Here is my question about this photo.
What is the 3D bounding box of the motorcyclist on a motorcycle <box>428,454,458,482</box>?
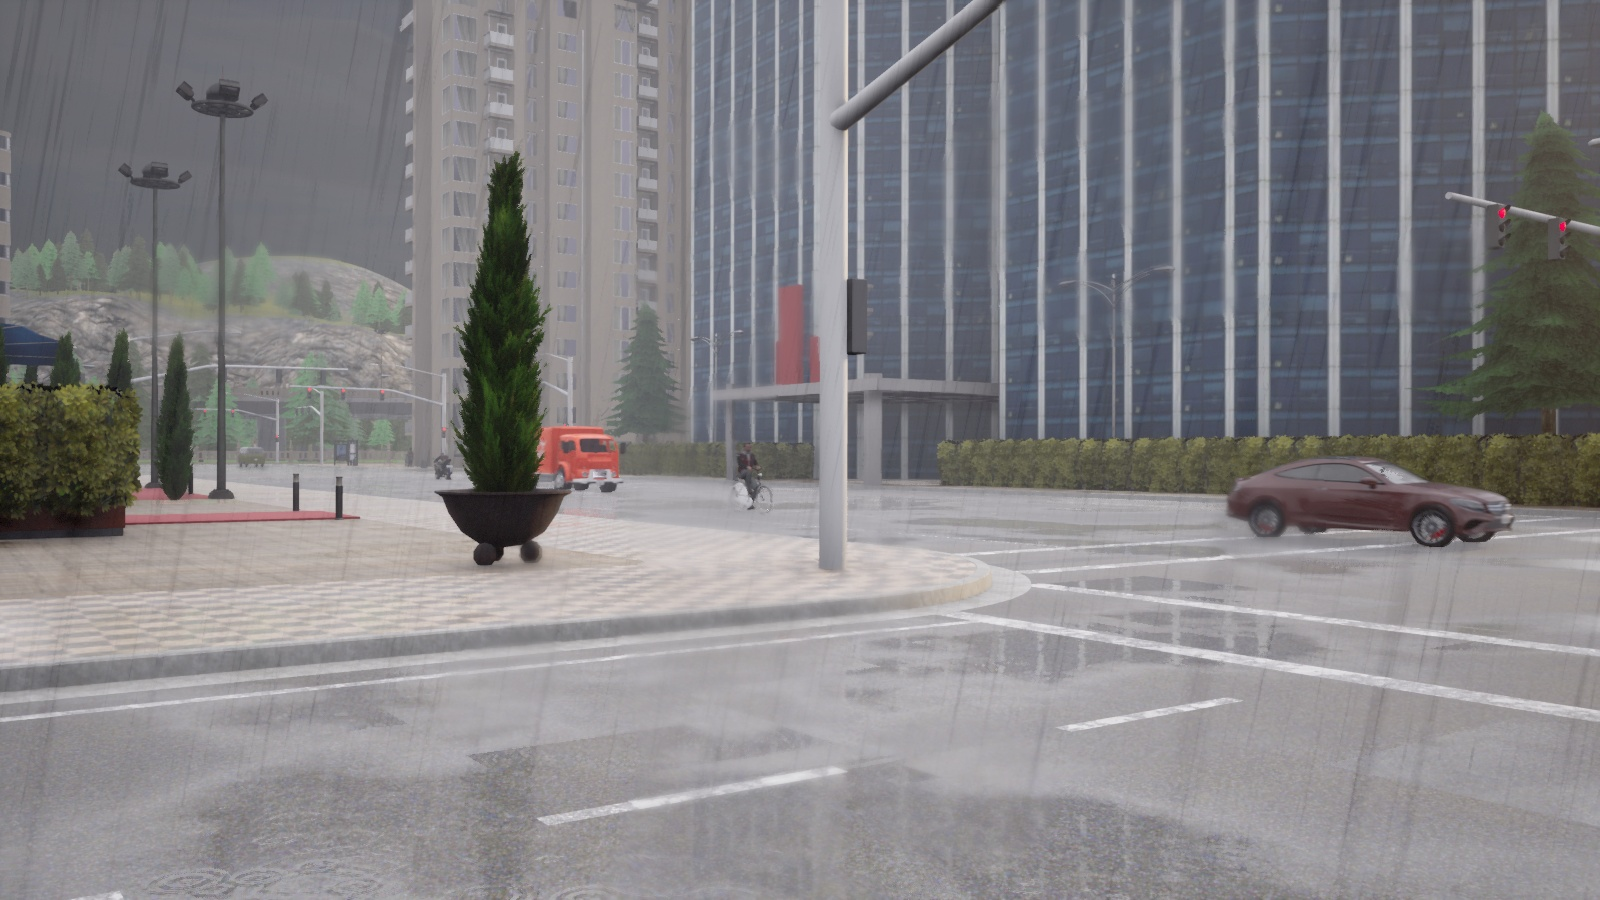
[{"bbox_3d":[-19.588,0.990,68.870,0.866,1.530,2.191,0,0,-35],"label":"motorcyclist on a motorcycle"}]

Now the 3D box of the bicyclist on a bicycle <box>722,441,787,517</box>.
[{"bbox_3d":[-1.124,0.693,30.589,0.659,1.776,1.843,0,0,-35],"label":"bicyclist on a bicycle"}]

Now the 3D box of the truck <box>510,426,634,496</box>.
[{"bbox_3d":[-8.652,0.392,47.316,2.627,2.467,5.204,0,0,-35],"label":"truck"}]

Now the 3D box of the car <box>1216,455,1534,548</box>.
[{"bbox_3d":[9.796,0.803,21.724,1.812,1.442,4.674,0,0,-41],"label":"car"}]
